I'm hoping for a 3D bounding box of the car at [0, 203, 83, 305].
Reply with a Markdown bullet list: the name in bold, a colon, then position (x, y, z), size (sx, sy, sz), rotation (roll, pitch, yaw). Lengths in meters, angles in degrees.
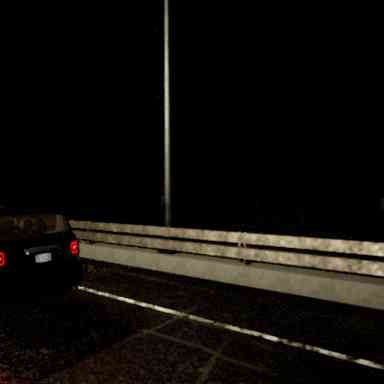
- **car**: position (-4.803, 1.269, 7.433), size (5.566, 2.045, 2.150), rotation (0, 0, 36)
